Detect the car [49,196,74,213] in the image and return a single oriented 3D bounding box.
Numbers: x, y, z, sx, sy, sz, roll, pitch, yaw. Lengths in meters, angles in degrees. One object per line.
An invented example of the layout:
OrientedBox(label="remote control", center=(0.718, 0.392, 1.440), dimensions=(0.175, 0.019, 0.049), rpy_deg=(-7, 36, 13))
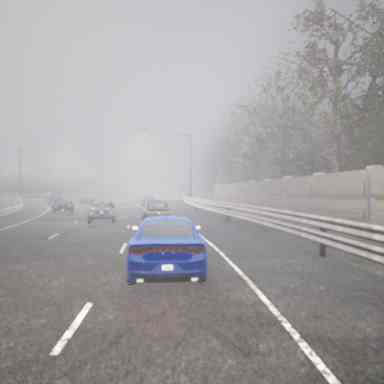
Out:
OrientedBox(label="car", center=(-12.816, 1.357, 33.307), dimensions=(1.895, 1.301, 4.718), rpy_deg=(0, 0, -19))

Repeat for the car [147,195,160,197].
OrientedBox(label="car", center=(-5.241, 1.245, 40.498), dimensions=(2.033, 1.411, 5.357), rpy_deg=(0, 0, -6))

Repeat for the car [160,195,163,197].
OrientedBox(label="car", center=(-6.092, 1.152, 60.085), dimensions=(1.895, 1.301, 4.718), rpy_deg=(0, 0, 0))

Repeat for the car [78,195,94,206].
OrientedBox(label="car", center=(-15.315, 1.133, 48.102), dimensions=(2.128, 1.511, 4.902), rpy_deg=(-1, 0, -26))

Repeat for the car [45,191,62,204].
OrientedBox(label="car", center=(-22.379, 0.830, 53.821), dimensions=(2.150, 2.045, 5.566), rpy_deg=(0, 0, -31))

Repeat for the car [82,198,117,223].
OrientedBox(label="car", center=(-6.411, 1.371, 23.810), dimensions=(2.033, 1.411, 5.357), rpy_deg=(0, 0, -13))

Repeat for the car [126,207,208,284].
OrientedBox(label="car", center=(-0.714, 1.406, 9.422), dimensions=(1.882, 1.535, 5.008), rpy_deg=(0, 1, -5))

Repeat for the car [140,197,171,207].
OrientedBox(label="car", center=(-2.296, 1.332, 21.261), dimensions=(2.128, 1.511, 4.902), rpy_deg=(0, 0, -9))
